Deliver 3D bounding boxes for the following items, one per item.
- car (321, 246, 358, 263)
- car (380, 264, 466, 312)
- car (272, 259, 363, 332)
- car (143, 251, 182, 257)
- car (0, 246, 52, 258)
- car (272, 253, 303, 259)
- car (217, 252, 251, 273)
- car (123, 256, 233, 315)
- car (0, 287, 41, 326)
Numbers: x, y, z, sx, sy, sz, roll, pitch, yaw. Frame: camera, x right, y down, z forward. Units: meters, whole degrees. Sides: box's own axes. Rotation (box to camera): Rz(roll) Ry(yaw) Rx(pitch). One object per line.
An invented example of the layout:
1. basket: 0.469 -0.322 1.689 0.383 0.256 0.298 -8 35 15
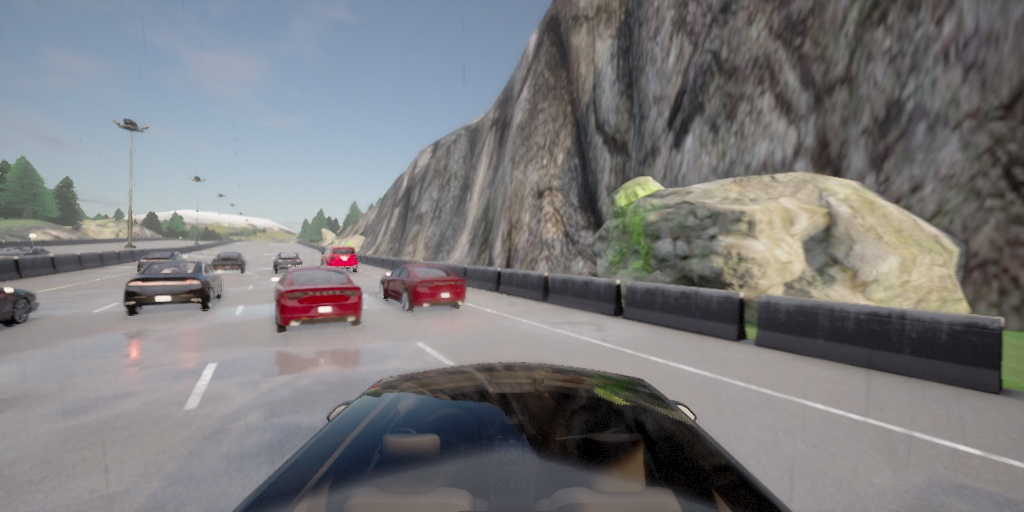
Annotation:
1. car: -14.065 0.250 29.199 2.150 2.045 5.566 1 1 -34
2. car: -3.445 1.015 13.279 1.882 1.535 5.008 1 1 -34
3. car: -5.643 1.016 10.267 1.882 1.535 5.008 1 1 -34
4. car: -23.203 0.415 23.973 2.128 1.511 4.902 1 1 -34
5. car: -39.010 -0.067 28.566 2.128 1.511 4.902 1 2 -34
6. car: -17.379 0.471 27.857 2.128 1.511 4.902 1 1 -34
7. car: -20.361 0.453 26.020 1.837 1.490 4.892 1 1 -34
8. car: -10.914 0.902 11.861 2.128 1.511 4.902 1 1 -34
9. car: -11.816 1.016 6.907 2.033 1.411 5.357 1 1 -34
